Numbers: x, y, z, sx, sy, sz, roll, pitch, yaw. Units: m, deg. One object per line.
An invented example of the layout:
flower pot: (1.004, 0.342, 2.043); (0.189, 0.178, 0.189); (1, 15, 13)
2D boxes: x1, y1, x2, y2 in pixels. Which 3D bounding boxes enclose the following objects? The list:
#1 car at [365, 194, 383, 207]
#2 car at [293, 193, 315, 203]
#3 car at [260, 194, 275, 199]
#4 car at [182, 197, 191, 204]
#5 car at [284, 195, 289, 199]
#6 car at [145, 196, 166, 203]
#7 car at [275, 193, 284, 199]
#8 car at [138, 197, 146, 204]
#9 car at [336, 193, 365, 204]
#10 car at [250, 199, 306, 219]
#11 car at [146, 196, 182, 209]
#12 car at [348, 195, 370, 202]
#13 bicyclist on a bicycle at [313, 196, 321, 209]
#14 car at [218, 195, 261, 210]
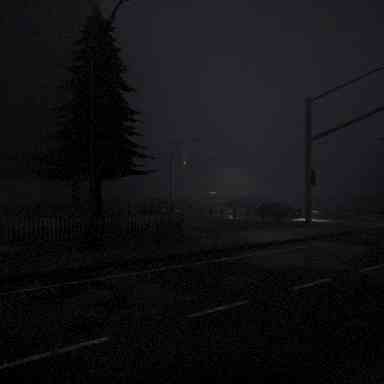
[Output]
car: (26.528, 1.153, 44.983); (1.932, 1.855, 4.605); (0, 0, -36)
car: (20.951, 1.395, 62.403); (1.970, 1.475, 3.806); (0, 0, -36)
car: (16.855, 1.395, 78.041); (1.970, 1.475, 3.806); (0, 0, -36)
car: (-2.087, 1.564, 60.749); (1.994, 1.385, 4.181); (0, 0, -35)
car: (21.363, 1.153, 81.327); (1.932, 1.855, 4.605); (0, 0, -36)
car: (-7.536, 1.547, 68.216); (2.033, 1.411, 5.357); (0, 0, -36)
car: (19.210, 1.364, 79.725); (1.784, 1.438, 3.905); (0, 0, -36)
car: (-8.912, 1.564, 64.284); (1.994, 1.385, 4.181); (0, 0, -36)
car: (34.641, 1.153, 72.308); (1.932, 1.855, 4.605); (0, 0, -36)
car: (7.547, 1.564, 29.162); (1.994, 1.385, 4.181); (0, 0, -36)
car: (-3.876, 1.477, 45.024); (1.882, 1.535, 5.008); (0, 0, -36)
car: (37.034, 1.364, 73.941); (1.784, 1.438, 3.905); (0, 0, -36)
bicyclist on a bicycle: (15.931, 1.302, 42.301); (1.656, 1.620, 0.582); (0, 0, -36)
car: (6.154, 1.491, 43.401); (2.128, 1.511, 4.902); (0, 0, -36)
